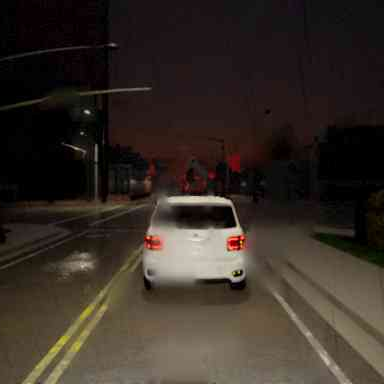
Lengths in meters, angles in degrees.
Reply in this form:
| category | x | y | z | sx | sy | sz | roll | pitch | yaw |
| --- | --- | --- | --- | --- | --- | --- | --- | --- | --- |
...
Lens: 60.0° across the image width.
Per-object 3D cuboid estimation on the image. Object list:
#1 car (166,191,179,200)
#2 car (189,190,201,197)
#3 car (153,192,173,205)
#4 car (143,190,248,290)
| category | x | y | z | sx | sy | sz | roll | pitch | yaw |
| --- | --- | --- | --- | --- | --- | --- | --- | --- | --- |
| car | -3.479 | 0.605 | 60.660 | 2.033 | 1.411 | 5.357 | 0 | 1 | 1 |
| car | 0.828 | 0.243 | 78.686 | 1.882 | 1.535 | 5.008 | 0 | 1 | 12 |
| car | -3.788 | 0.840 | 44.671 | 1.812 | 1.442 | 4.674 | 0 | 1 | 6 |
| car | 0.079 | 1.083 | 8.819 | 2.150 | 2.045 | 5.566 | 0 | 1 | 0 |
